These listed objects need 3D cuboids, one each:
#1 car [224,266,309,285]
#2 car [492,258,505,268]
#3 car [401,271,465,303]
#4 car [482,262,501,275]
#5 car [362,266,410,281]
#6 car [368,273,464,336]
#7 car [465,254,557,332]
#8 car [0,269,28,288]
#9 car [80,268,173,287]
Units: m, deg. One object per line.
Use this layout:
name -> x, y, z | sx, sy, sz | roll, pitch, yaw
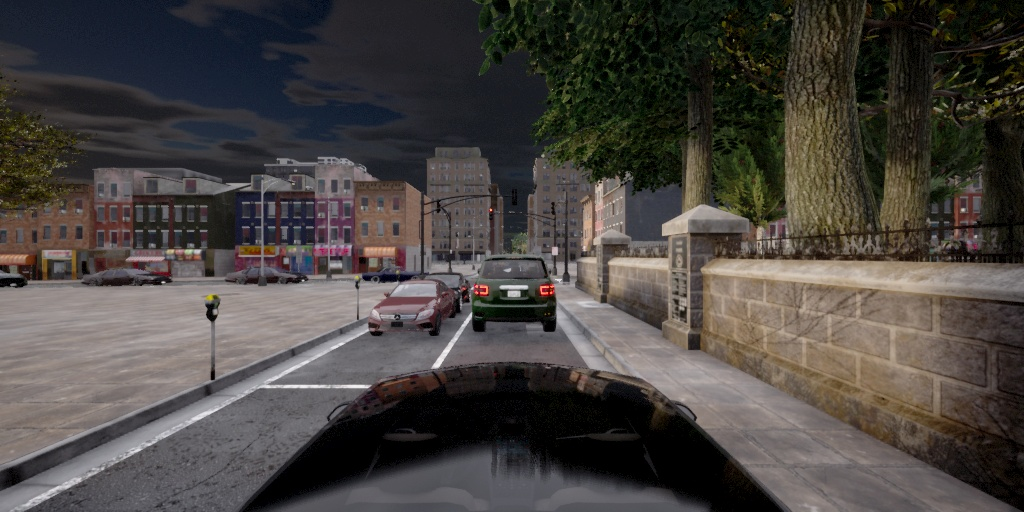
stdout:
car -> -18.318, 1.482, 26.866 | 5.357, 1.411, 2.033 | -1, 0, 0
car -> -2.283, 1.213, 61.622 | 1.882, 1.535, 5.008 | 0, 0, 0
car -> -2.638, 1.315, 13.981 | 1.948, 1.339, 4.313 | 0, 0, 0
car -> -2.280, 1.342, 40.767 | 1.895, 1.301, 4.718 | 0, 0, 0
car -> -8.557, 1.426, 26.899 | 4.718, 1.301, 1.895 | -1, 0, 0
car -> -2.638, 1.331, 10.318 | 1.802, 1.307, 4.207 | 0, 0, 0
car -> 0.076, 0.971, 10.997 | 2.150, 2.045, 5.566 | 0, 0, 1
car -> -39.521, 1.619, 26.820 | 4.553, 1.767, 2.097 | -1, 0, 0
car -> -28.757, 1.629, 26.832 | 5.357, 1.411, 2.033 | -1, 0, 0
